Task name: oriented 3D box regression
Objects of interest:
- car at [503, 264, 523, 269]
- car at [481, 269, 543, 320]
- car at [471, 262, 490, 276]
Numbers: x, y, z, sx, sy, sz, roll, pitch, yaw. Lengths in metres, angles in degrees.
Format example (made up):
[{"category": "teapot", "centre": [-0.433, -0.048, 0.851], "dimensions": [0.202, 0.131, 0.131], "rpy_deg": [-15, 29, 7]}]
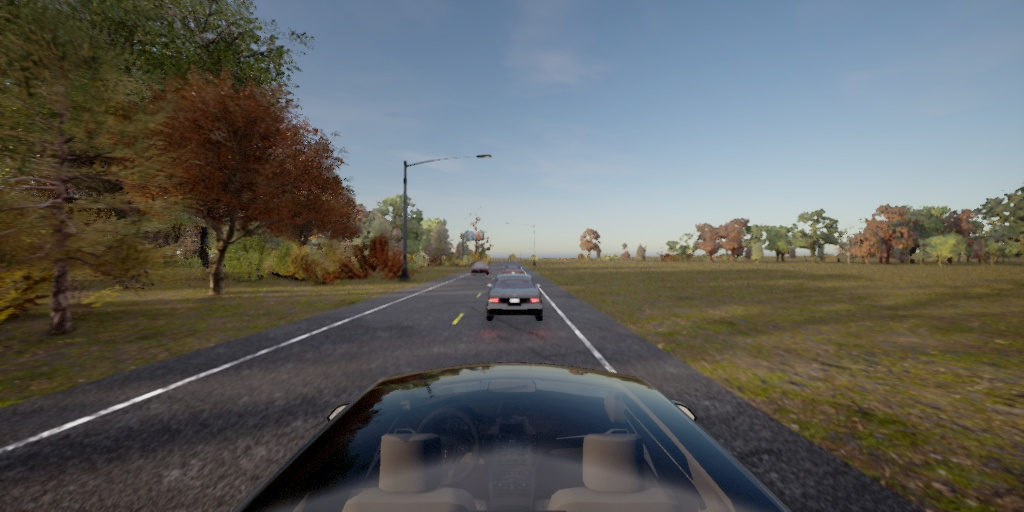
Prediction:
[{"category": "car", "centre": [0.084, 1.472, 33.545], "dimensions": [1.994, 1.385, 4.181], "rpy_deg": [0, 0, 0]}, {"category": "car", "centre": [0.082, 1.353, 12.896], "dimensions": [2.033, 1.411, 5.357], "rpy_deg": [0, 0, 0]}, {"category": "car", "centre": [-3.606, 1.424, 41.357], "dimensions": [1.882, 1.535, 5.008], "rpy_deg": [0, 0, 0]}]
